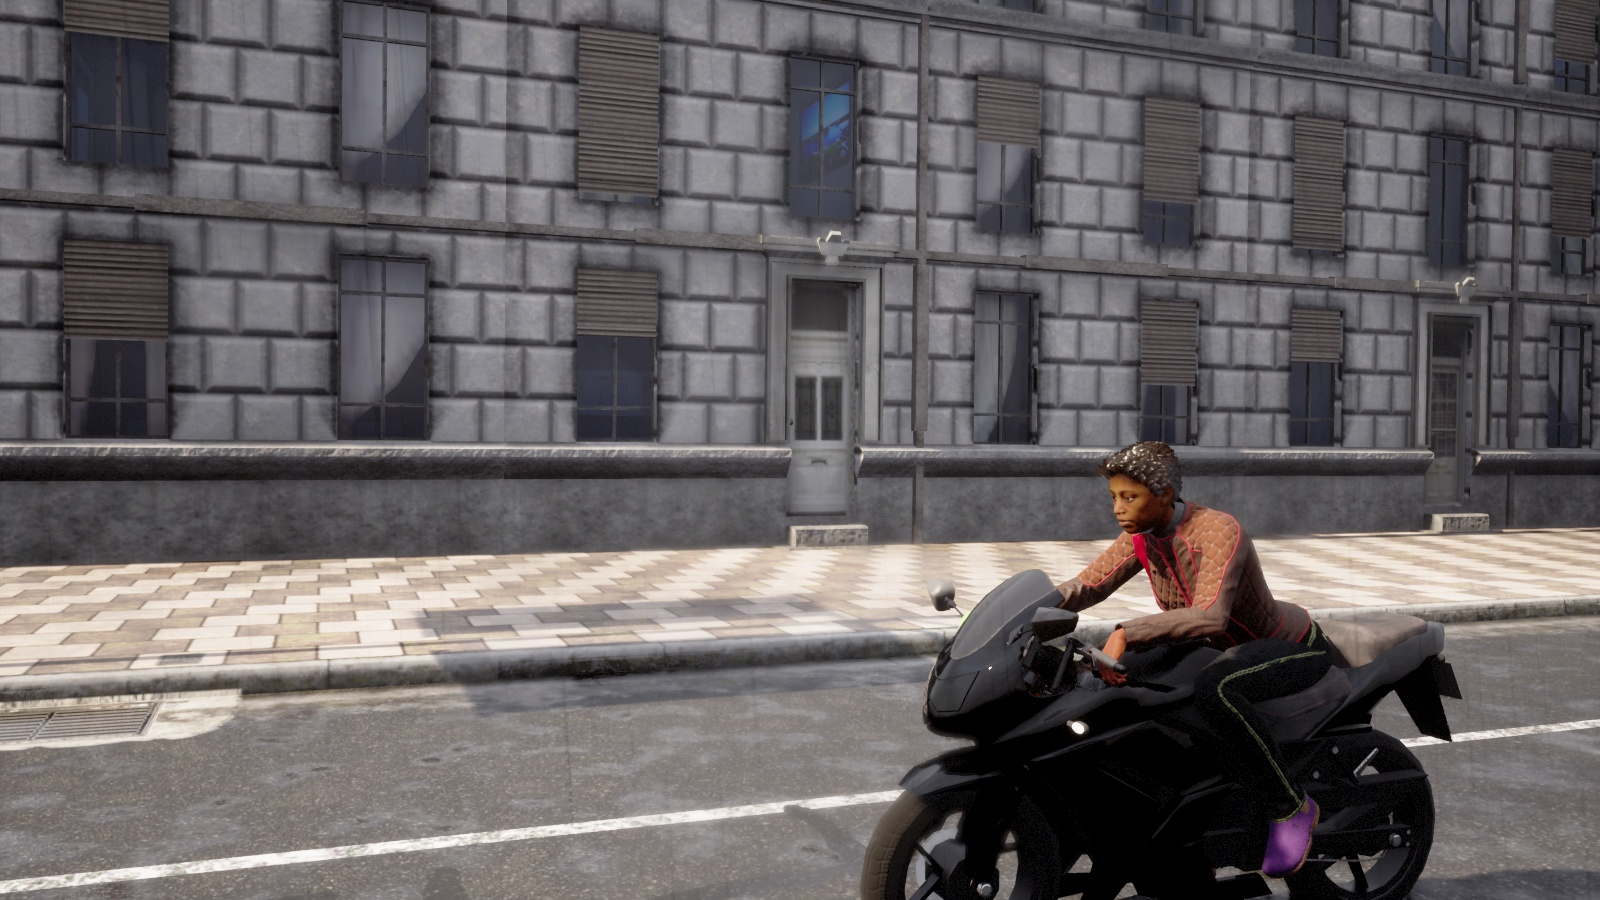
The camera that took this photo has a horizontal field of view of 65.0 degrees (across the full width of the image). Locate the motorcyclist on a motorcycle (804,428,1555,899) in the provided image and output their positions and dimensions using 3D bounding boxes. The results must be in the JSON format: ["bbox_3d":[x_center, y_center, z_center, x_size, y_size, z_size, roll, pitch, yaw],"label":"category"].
[{"bbox_3d":[1.116,0.708,3.691,2.044,1.523,0.797,-1,1,-21],"label":"motorcyclist on a motorcycle"}]
